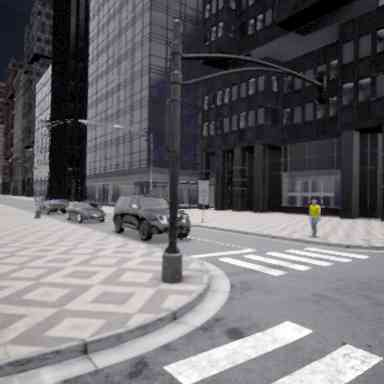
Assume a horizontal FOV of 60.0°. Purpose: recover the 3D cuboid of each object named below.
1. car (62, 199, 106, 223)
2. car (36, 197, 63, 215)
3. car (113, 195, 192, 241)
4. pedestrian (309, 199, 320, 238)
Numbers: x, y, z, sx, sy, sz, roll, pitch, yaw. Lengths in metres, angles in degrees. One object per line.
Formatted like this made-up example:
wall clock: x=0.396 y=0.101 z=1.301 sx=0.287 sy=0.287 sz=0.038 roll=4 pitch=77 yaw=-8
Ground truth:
car: x=-8.036 y=1.460 z=25.102 sx=1.837 sy=1.490 sz=4.892 roll=2 pitch=-1 yaw=-35
car: x=-14.086 y=1.483 z=33.684 sx=2.033 sy=1.411 sz=5.357 roll=2 pitch=-1 yaw=-35
car: x=-2.207 y=1.190 z=16.861 sx=2.150 sy=2.045 sz=5.566 roll=2 pitch=-1 yaw=-33
pedestrian: x=5.924 y=1.258 z=16.015 sx=0.375 sy=1.860 sz=0.375 roll=2 pitch=-1 yaw=-35
